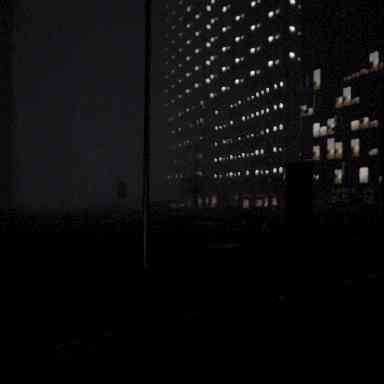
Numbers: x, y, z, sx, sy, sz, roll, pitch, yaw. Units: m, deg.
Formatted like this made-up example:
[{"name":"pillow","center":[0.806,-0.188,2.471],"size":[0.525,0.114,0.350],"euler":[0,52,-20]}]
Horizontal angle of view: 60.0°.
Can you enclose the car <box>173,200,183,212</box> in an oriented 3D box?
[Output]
[{"name":"car","center":[-3.413,2.359,56.697],"size":[2.150,2.045,5.566],"euler":[1,-2,-25]}]

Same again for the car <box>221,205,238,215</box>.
[{"name":"car","center":[5.492,2.443,44.210],"size":[1.947,1.339,4.313],"euler":[0,-1,-26]}]

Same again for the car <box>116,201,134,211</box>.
[{"name":"car","center":[-11.849,2.754,60.814],"size":[2.008,1.369,4.403],"euler":[0,-1,-26]}]

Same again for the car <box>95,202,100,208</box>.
[{"name":"car","center":[-24.095,3.322,86.126],"size":[1.887,1.381,4.507],"euler":[0,-1,-26]}]

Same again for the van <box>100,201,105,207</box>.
[{"name":"van","center":[-19.199,2.887,76.004],"size":[1.690,1.788,3.998],"euler":[0,-1,-26]}]

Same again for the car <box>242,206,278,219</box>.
[{"name":"car","center":[7.942,2.335,39.147],"size":[1.947,1.339,4.313],"euler":[0,-1,-26]}]

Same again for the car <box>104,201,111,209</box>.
[{"name":"car","center":[-16.748,2.976,70.939],"size":[1.887,1.381,4.507],"euler":[0,-1,-26]}]

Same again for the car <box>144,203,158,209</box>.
[{"name":"car","center":[-9.204,3.131,74.586],"size":[1.802,1.307,4.206],"euler":[0,-1,-26]}]

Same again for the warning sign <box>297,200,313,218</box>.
[{"name":"warning sign","center":[12.188,1.827,35.902],"size":[1.300,1.860,1.060],"euler":[2,-1,-26]}]

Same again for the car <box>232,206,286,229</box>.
[{"name":"car","center":[5.297,1.987,25.374],"size":[2.008,1.369,4.403],"euler":[0,-1,-26]}]

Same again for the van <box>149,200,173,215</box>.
[{"name":"van","center":[-4.503,2.211,45.630],"size":[1.690,1.788,3.998],"euler":[0,-1,-26]}]

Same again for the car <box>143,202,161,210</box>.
[{"name":"car","center":[-7.989,2.825,66.148],"size":[1.882,1.535,5.008],"euler":[1,-2,-26]}]

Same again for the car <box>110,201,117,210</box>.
[{"name":"car","center":[-14.225,2.839,65.724],"size":[1.752,1.417,4.829],"euler":[0,-1,-26]}]

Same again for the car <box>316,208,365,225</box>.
[{"name":"car","center":[12.840,2.105,29.021],"size":[2.008,1.369,4.403],"euler":[0,-1,-26]}]
